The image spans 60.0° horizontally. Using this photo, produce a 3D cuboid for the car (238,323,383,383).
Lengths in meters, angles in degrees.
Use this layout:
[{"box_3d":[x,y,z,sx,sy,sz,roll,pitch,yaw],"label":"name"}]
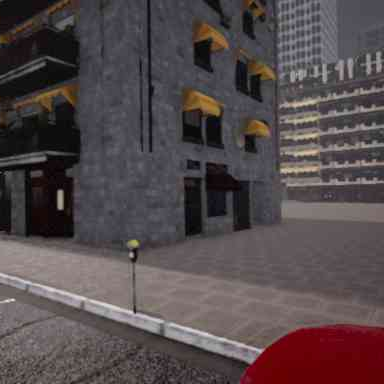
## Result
[{"box_3d":[2.430,1.315,1.011,5.009,1.841,2.192,0,-1,35],"label":"car"}]
